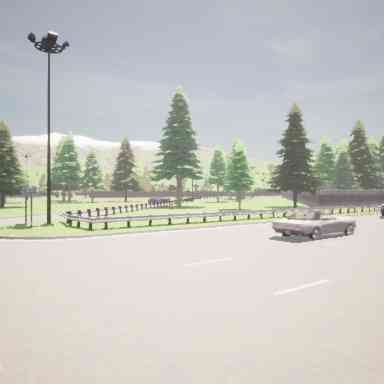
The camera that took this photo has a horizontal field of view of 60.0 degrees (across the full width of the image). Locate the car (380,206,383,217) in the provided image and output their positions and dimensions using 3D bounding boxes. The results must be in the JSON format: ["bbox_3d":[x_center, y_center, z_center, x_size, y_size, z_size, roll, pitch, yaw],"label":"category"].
[{"bbox_3d":[18.762,1.525,29.982,4.674,1.442,1.812,0,0,-35],"label":"car"}]

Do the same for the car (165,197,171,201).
[{"bbox_3d":[-5.664,1.601,69.798,1.895,1.301,4.718,0,0,5],"label":"car"}]

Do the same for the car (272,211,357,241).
[{"bbox_3d":[6.282,1.601,16.805,4.718,1.301,1.895,0,0,-35],"label":"car"}]

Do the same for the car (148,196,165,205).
[{"bbox_3d":[-6.658,1.526,59.571,1.812,1.442,4.674,0,0,5],"label":"car"}]
